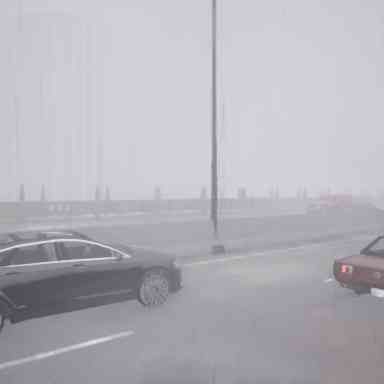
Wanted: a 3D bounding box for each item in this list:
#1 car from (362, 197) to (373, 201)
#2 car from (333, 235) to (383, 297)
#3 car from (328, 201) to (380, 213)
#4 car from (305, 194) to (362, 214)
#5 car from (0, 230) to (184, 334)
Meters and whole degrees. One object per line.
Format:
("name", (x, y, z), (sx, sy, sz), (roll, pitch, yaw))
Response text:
("car", (19.692, 1.338, 39.310), (4.553, 1.767, 2.097), (0, 0, -35))
("car", (5.317, 1.599, 7.496), (4.718, 1.301, 1.895), (0, 0, -35))
("car", (13.076, 1.592, 26.081), (4.718, 1.301, 1.895), (0, 0, -35))
("car", (12.574, 1.211, 30.011), (5.566, 2.045, 2.150), (0, 0, -35))
("car", (-2.431, 1.487, 6.285), (4.902, 1.511, 2.128), (0, 0, -35))
